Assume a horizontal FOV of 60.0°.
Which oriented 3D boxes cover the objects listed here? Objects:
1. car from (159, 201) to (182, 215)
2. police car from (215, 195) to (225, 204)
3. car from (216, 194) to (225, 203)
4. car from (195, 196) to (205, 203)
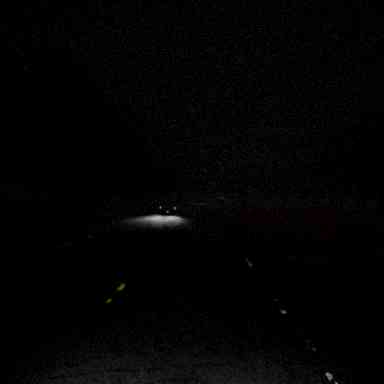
[{"bbox_3d":[-2.220,1.648,34.561,1.895,1.301,4.718,2,0,4],"label":"car"},{"bbox_3d":[6.408,1.871,76.135,1.930,1.638,5.238,2,0,6],"label":"police car"},{"bbox_3d":[7.438,1.696,86.012,2.150,2.045,5.566,3,0,6],"label":"car"},{"bbox_3d":[1.828,1.632,75.931,1.882,1.535,5.008,2,0,6],"label":"car"}]
